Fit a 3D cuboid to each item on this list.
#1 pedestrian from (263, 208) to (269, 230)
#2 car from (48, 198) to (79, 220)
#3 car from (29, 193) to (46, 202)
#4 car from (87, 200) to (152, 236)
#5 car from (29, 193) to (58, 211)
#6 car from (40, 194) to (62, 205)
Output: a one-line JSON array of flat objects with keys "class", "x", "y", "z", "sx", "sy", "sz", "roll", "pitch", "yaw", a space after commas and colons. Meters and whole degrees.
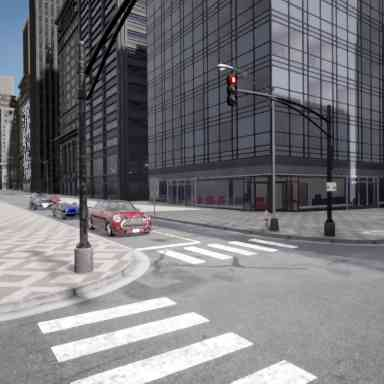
[{"class": "pedestrian", "x": 3.894, "y": 1.374, "z": 17.302, "sx": 0.500, "sy": 1.100, "sz": 0.500, "roll": 0, "pitch": 0, "yaw": -34}, {"class": "car", "x": -9.616, "y": 1.390, "z": 26.083, "sx": 1.895, "sy": 1.301, "sz": 4.718, "roll": -1, "pitch": 1, "yaw": -34}, {"class": "car", "x": -26.145, "y": 0.883, "z": 56.046, "sx": 1.837, "sy": 1.490, "sz": 4.892, "roll": -1, "pitch": 1, "yaw": -34}, {"class": "car", "x": -3.931, "y": 1.234, "z": 17.708, "sx": 2.097, "sy": 1.767, "sz": 4.553, "roll": -1, "pitch": 1, "yaw": -34}, {"class": "car", "x": -16.317, "y": 1.164, "z": 35.952, "sx": 2.128, "sy": 1.511, "sz": 4.902, "roll": -1, "pitch": 1, "yaw": -34}, {"class": "car", "x": -19.932, "y": 1.077, "z": 46.921, "sx": 1.994, "sy": 1.385, "sz": 4.181, "roll": -1, "pitch": 1, "yaw": -34}]
